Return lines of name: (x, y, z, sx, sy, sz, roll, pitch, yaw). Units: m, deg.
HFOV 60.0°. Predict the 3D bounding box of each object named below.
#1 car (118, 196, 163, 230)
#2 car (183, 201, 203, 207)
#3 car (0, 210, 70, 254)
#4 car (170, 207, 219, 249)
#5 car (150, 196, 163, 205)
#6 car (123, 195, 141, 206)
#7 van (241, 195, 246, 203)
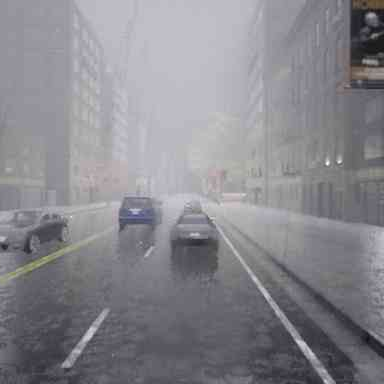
car: (-3.144, 1.236, 21.097, 2.150, 2.045, 5.566, 0, 0, 0)
car: (0.109, 1.572, 32.600, 2.033, 1.411, 5.357, 0, 0, 0)
car: (-6.596, 1.501, 13.551, 2.128, 1.511, 4.902, 0, 0, 0)
car: (0.104, 1.573, 14.540, 1.994, 1.385, 4.181, 0, 0, 0)
car: (-6.484, 1.570, 60.882, 1.837, 1.490, 4.892, 0, 0, 0)
car: (-9.775, 1.399, 54.721, 2.097, 1.767, 4.553, 0, 0, 0)
van: (12.185, 1.464, 68.982, 3.998, 1.788, 1.690, 0, 0, 1)
